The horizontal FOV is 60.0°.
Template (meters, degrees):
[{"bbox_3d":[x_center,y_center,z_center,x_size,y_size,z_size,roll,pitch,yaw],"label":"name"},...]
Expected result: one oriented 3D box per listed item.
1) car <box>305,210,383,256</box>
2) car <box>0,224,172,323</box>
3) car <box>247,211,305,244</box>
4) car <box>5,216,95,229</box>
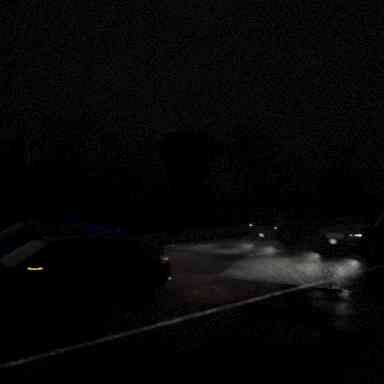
[{"bbox_3d":[7.051,1.501,13.295,4.902,1.511,2.128,0,0,-35],"label":"car"},{"bbox_3d":[-2.597,1.524,6.440,4.674,1.442,1.812,0,0,-35],"label":"car"},{"bbox_3d":[4.893,1.609,16.058,4.718,1.301,1.895,0,0,-35],"label":"car"},{"bbox_3d":[-4.336,1.475,9.497,5.008,1.535,1.882,0,0,-35],"label":"car"}]
